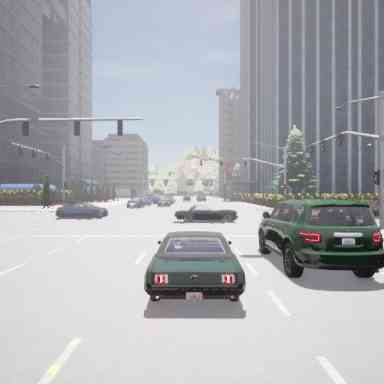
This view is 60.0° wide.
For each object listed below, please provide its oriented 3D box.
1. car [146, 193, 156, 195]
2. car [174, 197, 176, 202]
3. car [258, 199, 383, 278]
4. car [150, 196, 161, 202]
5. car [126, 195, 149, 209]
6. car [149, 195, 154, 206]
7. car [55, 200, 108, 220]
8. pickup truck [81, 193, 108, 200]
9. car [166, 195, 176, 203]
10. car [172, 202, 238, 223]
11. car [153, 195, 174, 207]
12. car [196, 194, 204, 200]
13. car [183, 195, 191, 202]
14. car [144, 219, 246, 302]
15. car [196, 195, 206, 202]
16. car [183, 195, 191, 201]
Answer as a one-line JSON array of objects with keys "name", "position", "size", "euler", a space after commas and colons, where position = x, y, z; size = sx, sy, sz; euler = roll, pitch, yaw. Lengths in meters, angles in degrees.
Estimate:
[{"name": "car", "position": [-8.043, 1.250, 64.934], "size": [2.150, 2.045, 5.566], "euler": [0, 0, 0]}, {"name": "car", "position": [-4.526, 1.521, 62.464], "size": [2.128, 1.511, 4.902], "euler": [0, 0, 0]}, {"name": "car", "position": [3.574, 1.226, 10.290], "size": [2.150, 2.045, 5.566], "euler": [0, 0, 0]}, {"name": "car", "position": [-8.157, 1.588, 74.920], "size": [1.994, 1.385, 4.181], "euler": [0, 0, -1]}, {"name": "car", "position": [-7.875, 1.514, 46.545], "size": [2.128, 1.511, 4.902], "euler": [0, 0, 1]}, {"name": "car", "position": [-7.944, 1.590, 55.455], "size": [1.994, 1.385, 4.181], "euler": [0, 0, -1]}, {"name": "car", "position": [-9.282, 1.577, 28.163], "size": [4.181, 1.385, 1.994], "euler": [0, 0, -1]}, {"name": "pickup truck", "position": [-21.255, 1.094, 73.287], "size": [2.390, 2.098, 6.274], "euler": [0, 0, 30]}, {"name": "car", "position": [-4.624, 1.513, 72.773], "size": [1.882, 1.535, 5.008], "euler": [0, 0, -1]}, {"name": "car", "position": [1.052, 1.613, 24.754], "size": [4.718, 1.301, 1.895], "euler": [0, 0, -1]}, {"name": "car", "position": [-4.399, 1.516, 52.208], "size": [2.128, 1.511, 4.902], "euler": [0, 0, -1]}, {"name": "car", "position": [2.128, 1.429, 89.004], "size": [1.882, 1.535, 5.008], "euler": [0, 0, -1]}, {"name": "car", "position": [-1.210, 1.538, 78.450], "size": [1.837, 1.490, 4.892], "euler": [0, 0, -1]}, {"name": "car", "position": [0.064, 1.605, 8.257], "size": [1.895, 1.301, 4.718], "euler": [0, 0, 0]}, {"name": "car", "position": [2.286, 1.386, 78.724], "size": [2.097, 1.767, 4.553], "euler": [0, 0, -1]}, {"name": "car", "position": [-1.370, 1.582, 88.805], "size": [2.033, 1.411, 5.357], "euler": [0, 0, -1]}]
